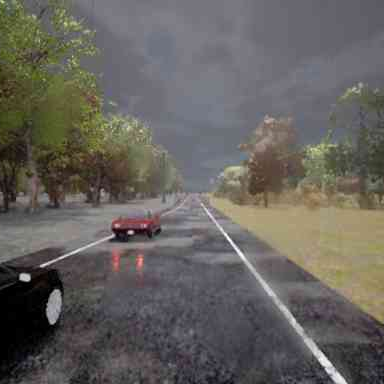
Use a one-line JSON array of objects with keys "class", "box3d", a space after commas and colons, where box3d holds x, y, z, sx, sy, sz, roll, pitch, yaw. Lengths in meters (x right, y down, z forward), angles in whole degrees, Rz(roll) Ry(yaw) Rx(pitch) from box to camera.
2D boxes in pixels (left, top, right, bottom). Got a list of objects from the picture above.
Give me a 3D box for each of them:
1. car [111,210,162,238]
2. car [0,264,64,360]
[{"class": "car", "box3d": [-2.750, 1.588, 17.608, 1.895, 1.301, 4.718, 0, 0, 2]}, {"class": "car", "box3d": [-3.209, 1.475, 3.864, 1.882, 1.535, 5.008, 0, 0, 1]}]
